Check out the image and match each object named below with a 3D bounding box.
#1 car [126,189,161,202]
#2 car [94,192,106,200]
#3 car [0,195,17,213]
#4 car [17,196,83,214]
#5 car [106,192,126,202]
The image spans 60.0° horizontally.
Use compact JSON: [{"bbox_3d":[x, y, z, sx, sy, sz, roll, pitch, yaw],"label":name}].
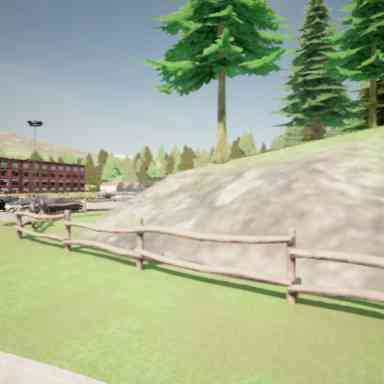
[{"bbox_3d":[-7.914,0.536,54.570,2.150,2.045,5.566,0,1,25],"label":"car"},{"bbox_3d":[-14.648,0.794,56.685,2.128,1.511,4.902,0,1,25],"label":"car"},{"bbox_3d":[-14.801,1.127,30.867,2.128,1.511,4.902,0,1,24],"label":"car"},{"bbox_3d":[-11.898,1.202,28.797,2.033,1.411,5.357,0,1,24],"label":"car"},{"bbox_3d":[-11.575,0.840,55.003,1.812,1.442,4.674,0,1,25],"label":"car"}]
